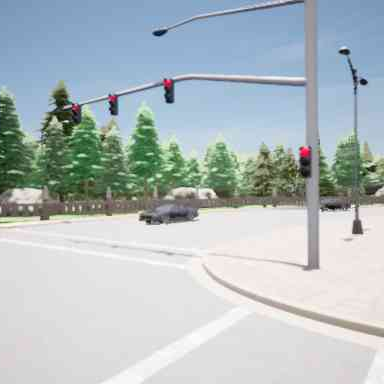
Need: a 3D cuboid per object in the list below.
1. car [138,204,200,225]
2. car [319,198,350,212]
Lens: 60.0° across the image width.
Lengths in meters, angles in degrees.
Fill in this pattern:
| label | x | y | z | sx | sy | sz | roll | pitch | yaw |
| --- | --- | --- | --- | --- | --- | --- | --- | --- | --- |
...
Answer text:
| label | x | y | z | sx | sy | sz | roll | pitch | yaw |
| --- | --- | --- | --- | --- | --- | --- | --- | --- | --- |
| car | -1.627 | 1.643 | 25.616 | 2.033 | 1.411 | 5.357 | -1 | 0 | 39 |
| car | 16.056 | 1.492 | 38.842 | 4.902 | 1.511 | 2.128 | 0 | 0 | -20 |
